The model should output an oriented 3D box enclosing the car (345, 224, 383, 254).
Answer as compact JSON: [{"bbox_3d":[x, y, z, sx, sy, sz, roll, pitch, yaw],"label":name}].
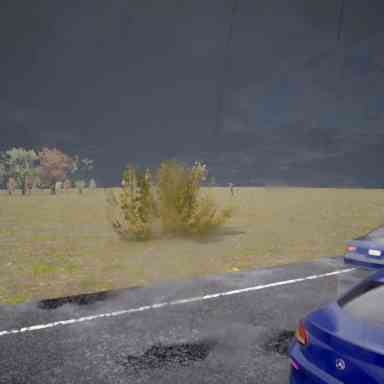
[{"bbox_3d":[6.590,1.549,9.693,5.357,1.411,2.033,0,0,-35],"label":"car"}]

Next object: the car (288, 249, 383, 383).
[{"bbox_3d":[3.190,1.526,3.812,4.674,1.442,1.812,0,0,-29],"label":"car"}]
